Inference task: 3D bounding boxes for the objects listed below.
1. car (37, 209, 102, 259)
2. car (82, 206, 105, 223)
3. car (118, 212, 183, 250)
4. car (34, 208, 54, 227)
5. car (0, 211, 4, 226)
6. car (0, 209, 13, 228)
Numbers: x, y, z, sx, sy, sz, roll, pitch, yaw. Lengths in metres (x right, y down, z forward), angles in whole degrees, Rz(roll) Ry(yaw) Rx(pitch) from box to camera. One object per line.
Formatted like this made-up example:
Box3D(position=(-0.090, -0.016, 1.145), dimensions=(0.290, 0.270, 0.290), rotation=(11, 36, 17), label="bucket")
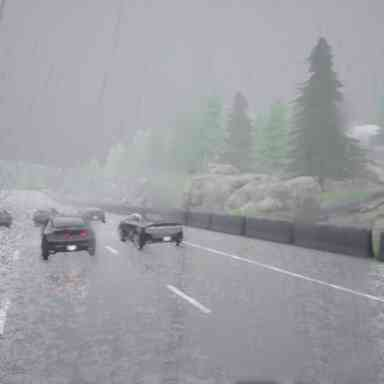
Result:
Box3D(position=(-5.174, 1.671, 13.575), dimensions=(1.837, 1.490, 4.892), rotation=(0, 0, -26), label="car")
Box3D(position=(-8.820, 1.920, 28.959), dimensions=(1.812, 1.442, 4.674), rotation=(0, -1, -26), label="car")
Box3D(position=(-2.033, 1.639, 15.120), dimensions=(2.128, 1.511, 4.902), rotation=(0, -1, -26), label="car")
Box3D(position=(-11.786, 1.971, 27.050), dimensions=(1.994, 1.385, 4.181), rotation=(0, -1, -26), label="car")
Box3D(position=(-8.316, 1.675, 12.034), dimensions=(2.128, 1.511, 4.902), rotation=(0, -1, -26), label="car")
Box3D(position=(-14.910, 1.988, 25.475), dimensions=(1.994, 1.385, 4.181), rotation=(0, -1, -26), label="car")
